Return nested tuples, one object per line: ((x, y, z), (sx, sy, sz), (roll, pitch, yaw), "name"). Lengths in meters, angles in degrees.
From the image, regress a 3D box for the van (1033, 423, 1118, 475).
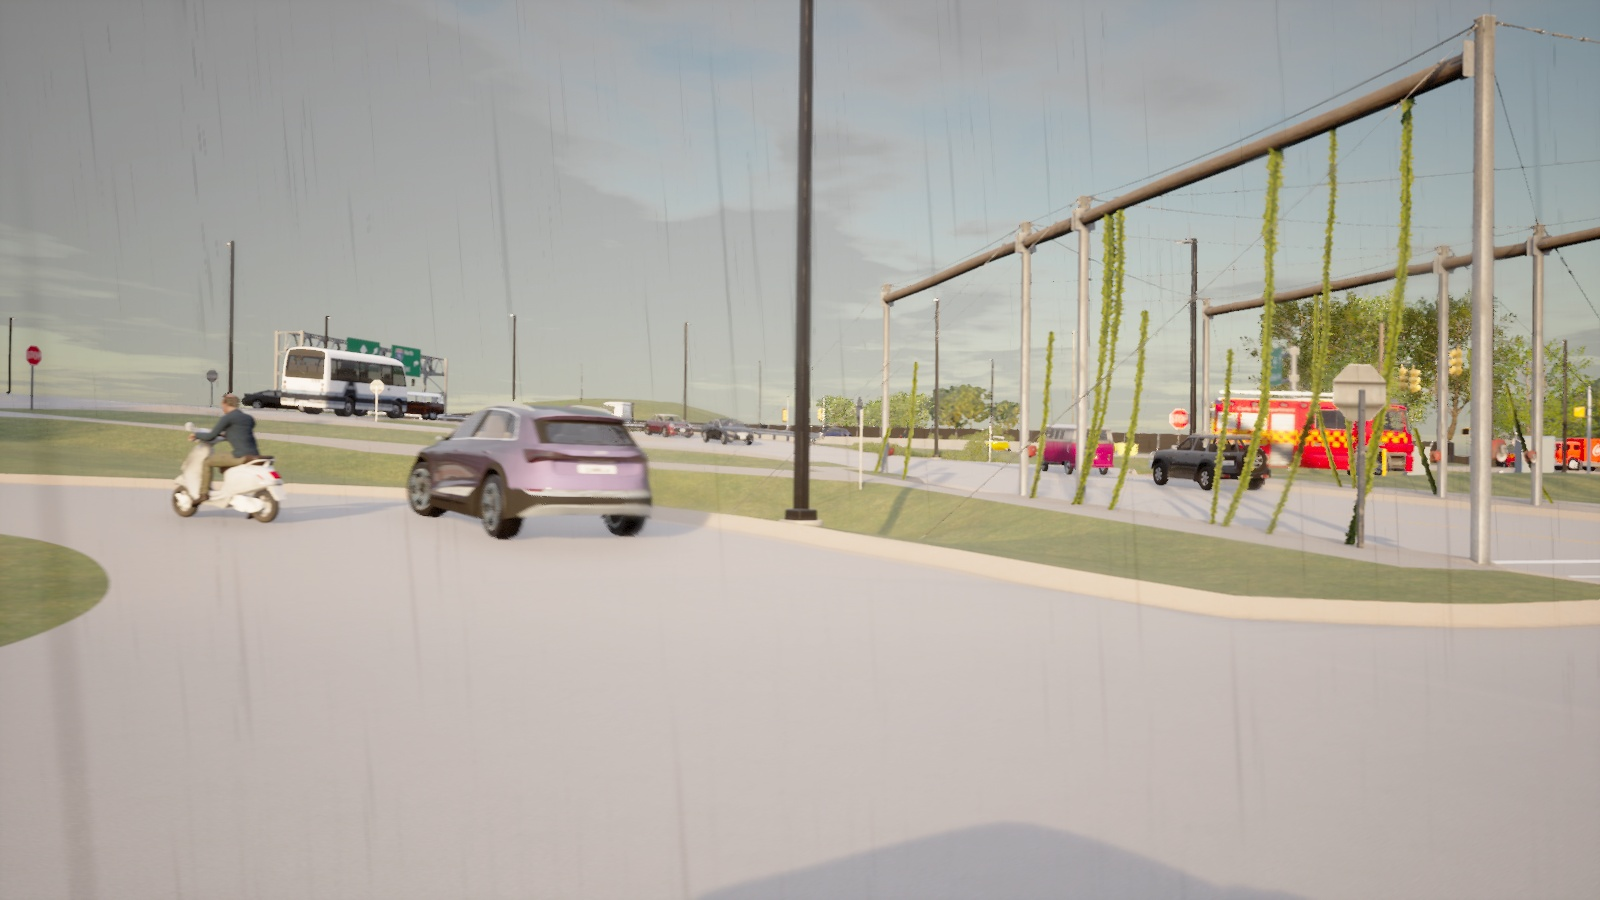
((11.104, -0.086, 50.930), (1.775, 1.987, 4.442), (1, 2, -10), "van")

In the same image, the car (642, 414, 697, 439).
((-8.563, -1.562, 82.121), (1.970, 1.475, 3.806), (1, 3, -33), "car")

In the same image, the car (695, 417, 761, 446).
((-4.291, -1.099, 74.102), (2.128, 1.511, 4.902), (0, 3, -25), "car")

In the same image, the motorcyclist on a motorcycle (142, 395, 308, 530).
((-7.215, 0.131, 15.770), (1.817, 1.590, 0.866), (2, 1, 22), "motorcyclist on a motorcycle")

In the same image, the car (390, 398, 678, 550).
((-3.677, 0.205, 16.557), (2.033, 1.649, 4.856), (2, 2, -33), "car")

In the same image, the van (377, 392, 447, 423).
((-28.907, -3.174, 93.677), (4.480, 2.038, 2.069), (3, 0, -36), "van")

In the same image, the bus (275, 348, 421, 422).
((-29.914, -4.205, 83.802), (3.944, 4.253, 10.273), (4, 1, 13), "bus")

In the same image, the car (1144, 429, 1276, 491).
((13.284, 0.280, 41.019), (1.932, 1.855, 4.605), (0, 2, -14), "car")

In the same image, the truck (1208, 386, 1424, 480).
((22.990, -0.772, 56.398), (8.468, 3.827, 2.891), (2, 0, 12), "truck")

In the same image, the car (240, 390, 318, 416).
((-37.725, -3.407, 91.092), (5.008, 1.535, 1.882), (3, -1, -18), "car")
